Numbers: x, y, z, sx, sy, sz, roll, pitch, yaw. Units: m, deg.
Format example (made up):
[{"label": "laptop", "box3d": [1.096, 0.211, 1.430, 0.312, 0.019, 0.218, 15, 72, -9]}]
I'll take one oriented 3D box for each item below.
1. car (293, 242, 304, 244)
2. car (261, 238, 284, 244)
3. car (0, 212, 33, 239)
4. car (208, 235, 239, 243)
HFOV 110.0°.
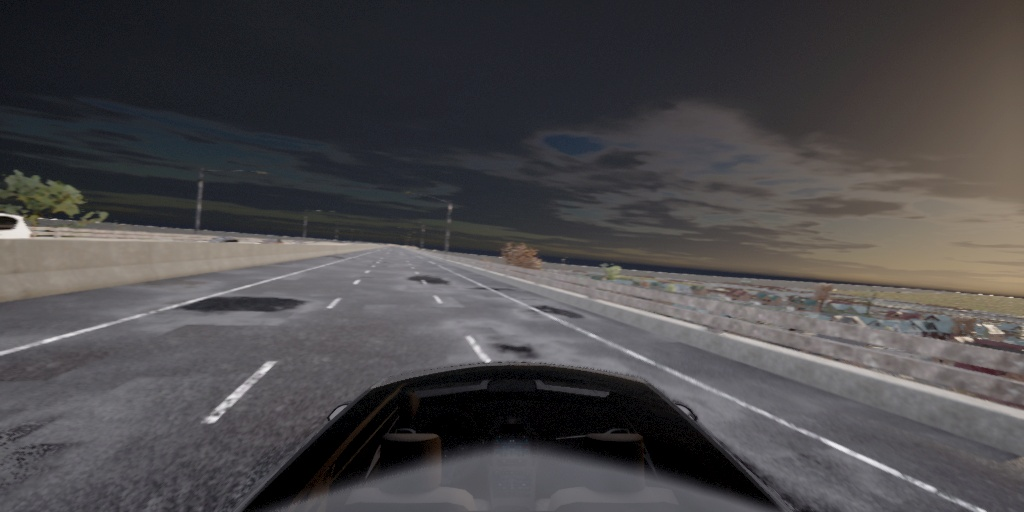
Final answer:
[{"label": "car", "box3d": [-32.757, -1.455, 55.324, 2.033, 1.411, 5.357, 5, 0, -18]}, {"label": "car", "box3d": [-35.997, -1.916, 54.059, 2.097, 1.767, 4.553, 5, 0, -18]}, {"label": "car", "box3d": [-18.420, -0.560, 11.088, 2.150, 2.045, 5.566, 5, 0, -18]}, {"label": "car", "box3d": [-37.218, -1.887, 46.395, 2.128, 1.511, 4.902, 5, 0, -18]}]
